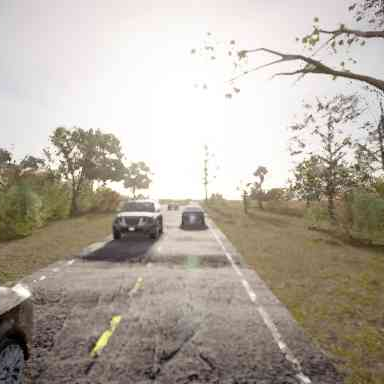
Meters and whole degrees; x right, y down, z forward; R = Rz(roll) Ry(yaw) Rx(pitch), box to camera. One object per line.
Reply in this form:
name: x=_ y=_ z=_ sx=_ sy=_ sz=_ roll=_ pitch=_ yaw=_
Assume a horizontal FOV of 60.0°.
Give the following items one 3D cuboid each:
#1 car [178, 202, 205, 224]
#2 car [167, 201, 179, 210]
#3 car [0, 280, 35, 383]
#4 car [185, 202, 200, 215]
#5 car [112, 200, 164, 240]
car: x=0.082 y=1.843 z=28.051 sx=1.882 sy=1.535 sz=5.008 roll=0 pitch=-1 yaw=0
car: x=-3.149 y=2.207 z=56.421 sx=2.128 sy=1.511 sz=4.902 roll=0 pitch=-1 yaw=-3
car: x=-2.847 y=1.521 z=2.141 sx=2.128 sy=1.511 sz=4.902 roll=0 pitch=-1 yaw=0
car: x=0.075 y=2.052 z=41.887 sx=1.837 sy=1.490 sz=4.892 roll=0 pitch=0 yaw=0
car: x=-2.869 y=1.465 z=18.779 sx=2.150 sy=2.045 sz=5.566 roll=0 pitch=-1 yaw=1
